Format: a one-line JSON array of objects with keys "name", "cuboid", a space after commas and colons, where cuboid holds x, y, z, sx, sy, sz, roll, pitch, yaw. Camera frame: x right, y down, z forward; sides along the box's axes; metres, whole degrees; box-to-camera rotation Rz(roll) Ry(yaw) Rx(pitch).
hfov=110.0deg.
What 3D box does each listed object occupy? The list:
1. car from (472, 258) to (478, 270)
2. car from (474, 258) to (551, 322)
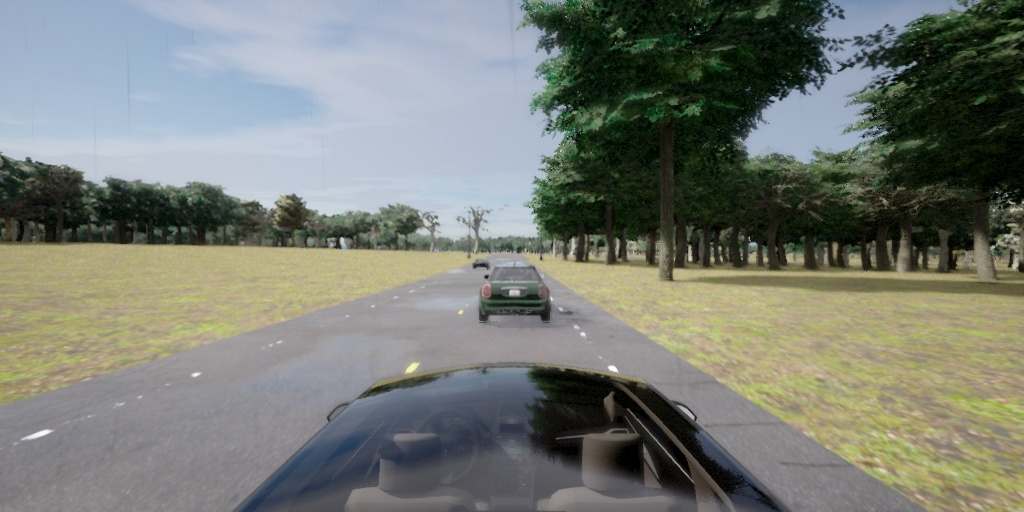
[{"name": "car", "cuboid": [-3.580, 0.899, 42.090, 1.895, 1.301, 4.718, 0, 1, 0]}, {"name": "car", "cuboid": [0.084, 1.022, 12.085, 2.097, 1.767, 4.553, 0, 0, 0]}]
